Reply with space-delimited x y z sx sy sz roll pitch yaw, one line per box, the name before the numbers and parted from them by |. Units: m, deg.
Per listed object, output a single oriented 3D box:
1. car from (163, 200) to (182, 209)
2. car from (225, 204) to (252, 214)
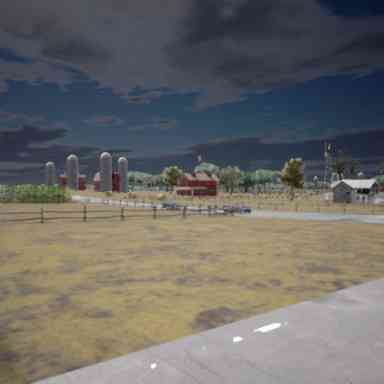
car | -3.904 2.356 64.395 2.097 1.767 4.553 -1 1 -36
car | 6.865 2.503 49.265 1.994 1.385 4.181 -1 0 -36
